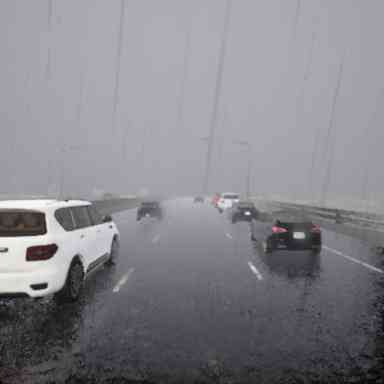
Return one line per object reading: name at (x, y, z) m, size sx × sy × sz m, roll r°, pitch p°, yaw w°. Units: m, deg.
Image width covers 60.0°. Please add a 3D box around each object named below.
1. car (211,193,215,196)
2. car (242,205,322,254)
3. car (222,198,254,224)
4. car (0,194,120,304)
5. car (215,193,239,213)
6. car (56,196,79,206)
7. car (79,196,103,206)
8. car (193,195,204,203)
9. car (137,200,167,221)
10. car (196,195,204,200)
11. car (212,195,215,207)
car at (4.486, 1.123, 57.003) m, size 2.150 × 2.045 × 5.566 m, roll 0°, pitch 0°, yaw 2°
car at (3.559, 1.465, 13.323) m, size 2.163 × 1.488 × 4.792 m, roll 0°, pitch 0°, yaw 0°
car at (3.687, 1.437, 24.244) m, size 2.163 × 1.488 × 4.792 m, roll 0°, pitch 0°, yaw 1°
car at (-3.369, 1.195, 8.208) m, size 2.150 × 2.045 × 5.566 m, roll 0°, pitch 0°, yaw 0°
car at (3.884, 1.133, 35.165) m, size 2.150 × 2.045 × 5.566 m, roll 0°, pitch 0°, yaw 1°
car at (-20.161, 1.423, 54.086) m, size 1.812 × 1.442 × 4.674 m, roll 0°, pitch 0°, yaw 2°
car at (-16.627, 1.445, 54.968) m, size 2.033 × 1.411 × 5.357 m, roll 0°, pitch 0°, yaw 3°
car at (1.299, 1.470, 66.219) m, size 1.994 × 1.385 × 4.181 m, roll 0°, pitch 0°, yaw 2°
car at (-3.170, 1.432, 26.523) m, size 1.837 × 1.490 × 4.892 m, roll 0°, pitch 0°, yaw 1°
car at (1.967, 1.323, 81.599) m, size 1.994 × 1.385 × 4.181 m, roll 0°, pitch 0°, yaw 3°
car at (4.150, 1.464, 46.055) m, size 1.994 × 1.385 × 4.181 m, roll 0°, pitch 0°, yaw 2°
